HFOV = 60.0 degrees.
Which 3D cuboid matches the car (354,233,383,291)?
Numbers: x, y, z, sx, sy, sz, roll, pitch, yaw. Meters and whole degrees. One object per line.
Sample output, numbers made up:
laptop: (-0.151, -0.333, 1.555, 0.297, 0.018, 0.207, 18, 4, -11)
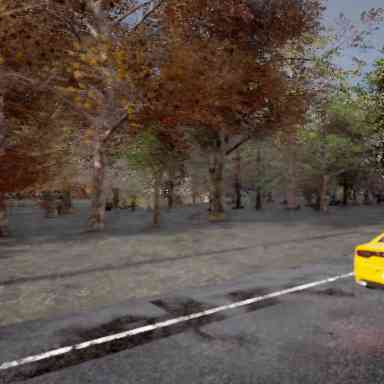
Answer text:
car: (5.877, 1.488, 7.933, 5.008, 1.535, 1.882, 0, 0, -35)
